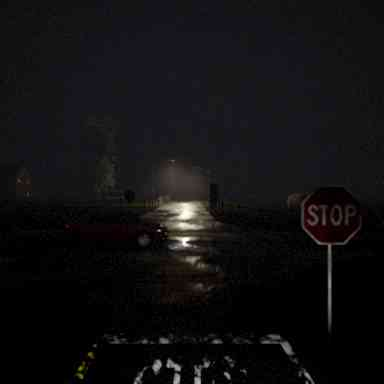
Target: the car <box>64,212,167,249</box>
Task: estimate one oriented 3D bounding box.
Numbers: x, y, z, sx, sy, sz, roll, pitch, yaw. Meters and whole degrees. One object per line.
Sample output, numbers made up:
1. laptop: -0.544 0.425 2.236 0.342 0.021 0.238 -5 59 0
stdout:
1. car: -3.134 1.535 14.008 4.181 1.385 1.994 1 0 -1
